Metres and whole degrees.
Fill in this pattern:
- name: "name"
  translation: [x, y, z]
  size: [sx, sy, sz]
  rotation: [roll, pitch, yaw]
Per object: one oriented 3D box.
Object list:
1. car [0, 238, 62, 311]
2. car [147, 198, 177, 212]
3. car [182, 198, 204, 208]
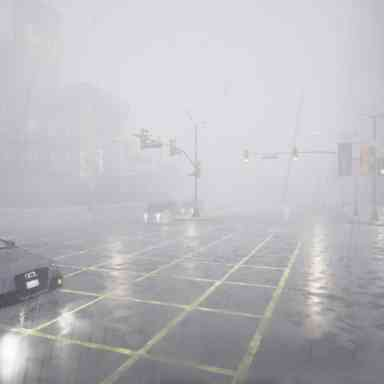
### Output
- name: "car"
  translation: [-4.874, 1.555, 7.015]
  size: [4.181, 1.385, 1.994]
  rotation: [0, 0, 21]
- name: "car"
  translation: [-3.479, 1.478, 38.998]
  size: [1.882, 1.535, 5.008]
  rotation: [0, 0, 23]
- name: "car"
  translation: [0.158, 1.601, 48.543]
  size: [1.895, 1.301, 4.718]
  rotation: [0, 0, 21]
